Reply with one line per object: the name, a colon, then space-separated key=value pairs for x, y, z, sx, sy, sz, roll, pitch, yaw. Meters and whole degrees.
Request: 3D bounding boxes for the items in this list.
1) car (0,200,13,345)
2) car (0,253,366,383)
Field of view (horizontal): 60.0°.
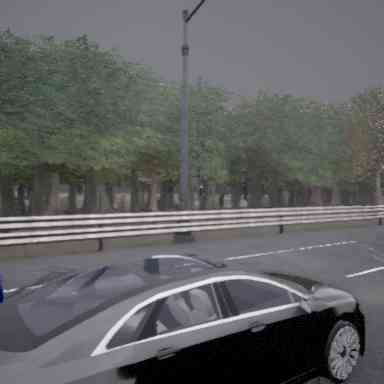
car: x=-5.524 y=1.175 z=4.135 sx=5.566 sy=2.045 sz=2.150 roll=0 pitch=0 yaw=-36
car: x=0.075 y=1.487 z=3.791 sx=4.902 sy=1.511 sz=2.128 roll=0 pitch=0 yaw=-35
